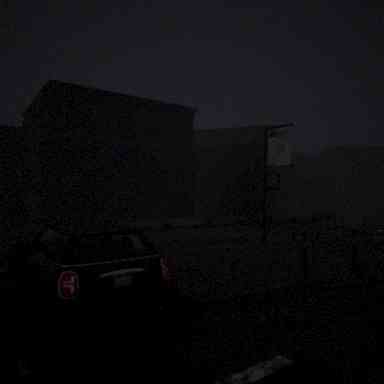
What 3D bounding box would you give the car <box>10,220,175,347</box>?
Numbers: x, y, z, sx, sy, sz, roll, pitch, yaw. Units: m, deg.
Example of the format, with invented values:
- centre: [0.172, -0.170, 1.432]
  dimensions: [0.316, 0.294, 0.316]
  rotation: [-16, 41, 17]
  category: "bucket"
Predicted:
- centre: [-2.262, 1.355, 6.732]
  dimensions: [2.185, 1.767, 4.553]
  rotation: [0, 0, -36]
  category: "car"
